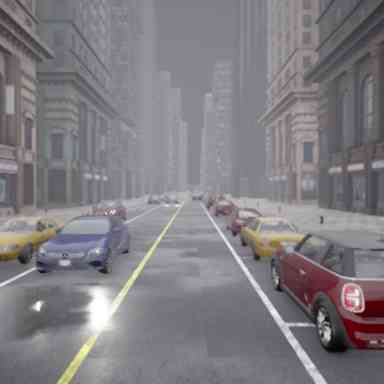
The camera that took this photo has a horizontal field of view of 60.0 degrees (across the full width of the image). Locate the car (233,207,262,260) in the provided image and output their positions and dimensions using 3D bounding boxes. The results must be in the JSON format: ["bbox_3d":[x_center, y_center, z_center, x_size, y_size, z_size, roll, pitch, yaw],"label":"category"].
[{"bbox_3d":[2.759,1.450,11.899,1.752,1.417,4.829,0,0,0],"label":"car"}]

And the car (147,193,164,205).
[{"bbox_3d":[-5.767,1.229,50.935,1.887,1.381,4.507,0,0,0],"label":"car"}]

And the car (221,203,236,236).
[{"bbox_3d":[2.759,1.473,17.331,1.802,1.307,4.206,0,0,0],"label":"car"}]

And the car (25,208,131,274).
[{"bbox_3d":[-3.101,1.460,10.433,1.812,1.442,4.674,0,0,0],"label":"car"}]

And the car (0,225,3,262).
[{"bbox_3d":[-5.766,1.506,6.118,1.887,1.381,4.507,0,0,0],"label":"car"}]

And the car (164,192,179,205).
[{"bbox_3d":[-3.078,1.204,51.935,1.812,1.442,4.674,0,0,0],"label":"car"}]

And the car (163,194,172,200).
[{"bbox_3d":[-5.768,1.080,78.945,1.947,1.339,4.313,0,0,0],"label":"car"}]

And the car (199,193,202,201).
[{"bbox_3d":[2.758,1.201,56.543,2.008,1.369,4.403,0,0,0],"label":"car"}]

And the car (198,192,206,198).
[{"bbox_3d":[2.756,0.887,90.151,1.967,1.590,4.097,0,0,0],"label":"car"}]

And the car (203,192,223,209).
[{"bbox_3d":[2.757,1.067,39.736,2.192,1.841,5.009,0,0,0],"label":"car"}]

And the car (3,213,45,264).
[{"bbox_3d":[-5.766,1.453,11.551,1.752,1.417,4.829,0,0,0],"label":"car"}]

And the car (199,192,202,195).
[{"bbox_3d":[2.757,1.140,62.313,1.752,1.417,4.829,0,0,0],"label":"car"}]

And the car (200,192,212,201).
[{"bbox_3d":[2.756,0.897,67.745,2.192,1.841,5.009,0,0,0],"label":"car"}]

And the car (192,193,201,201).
[{"bbox_3d":[0.897,1.053,73.341,1.837,1.490,4.892,0,0,0],"label":"car"}]

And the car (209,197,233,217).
[{"bbox_3d":[2.759,1.366,28.534,1.887,1.381,4.507,0,0,0],"label":"car"}]

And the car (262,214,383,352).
[{"bbox_3d":[2.759,1.401,6.127,1.967,1.590,4.097,0,0,0],"label":"car"}]

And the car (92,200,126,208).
[{"bbox_3d":[-5.767,1.296,22.925,1.967,1.590,4.097,0,0,0],"label":"car"}]

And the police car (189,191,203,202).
[{"bbox_3d":[0.898,1.033,63.450,1.930,1.638,5.238,0,0,0],"label":"police car"}]
